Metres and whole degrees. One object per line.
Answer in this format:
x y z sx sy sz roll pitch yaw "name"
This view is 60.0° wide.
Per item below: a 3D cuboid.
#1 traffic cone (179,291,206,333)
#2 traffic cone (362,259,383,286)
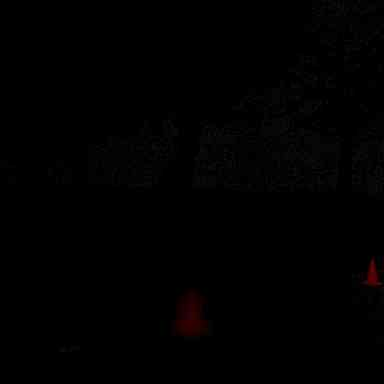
0.006 1.944 5.509 0.340 0.580 0.340 0 0 -33 "traffic cone"
4.432 1.956 8.167 0.340 0.580 0.340 0 0 -29 "traffic cone"
